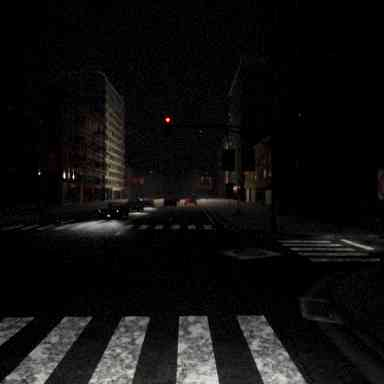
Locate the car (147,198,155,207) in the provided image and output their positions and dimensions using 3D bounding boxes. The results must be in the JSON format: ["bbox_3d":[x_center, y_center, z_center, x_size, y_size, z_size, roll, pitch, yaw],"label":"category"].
[{"bbox_3d":[-6.791,1.594,50.032,1.895,1.301,4.718,0,0,0],"label":"car"}]

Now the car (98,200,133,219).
[{"bbox_3d":[-6.715,1.600,28.951,1.895,1.301,4.718,0,0,0],"label":"car"}]

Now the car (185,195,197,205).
[{"bbox_3d":[-0.233,1.342,58.300,2.097,1.767,4.553,0,0,0],"label":"car"}]

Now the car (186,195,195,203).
[{"bbox_3d":[-0.273,1.464,68.333,1.882,1.535,5.008,0,0,0],"label":"car"}]

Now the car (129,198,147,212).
[{"bbox_3d":[-6.751,1.522,38.740,1.812,1.442,4.674,0,0,0],"label":"car"}]

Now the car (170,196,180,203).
[{"bbox_3d":[-3.445,1.587,69.884,1.895,1.301,4.718,0,0,0],"label":"car"}]

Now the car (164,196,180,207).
[{"bbox_3d":[-3.358,1.469,52.159,1.882,1.535,5.008,0,0,0],"label":"car"}]
